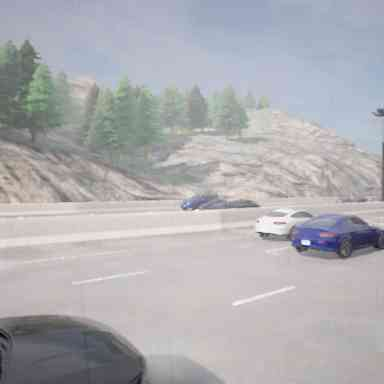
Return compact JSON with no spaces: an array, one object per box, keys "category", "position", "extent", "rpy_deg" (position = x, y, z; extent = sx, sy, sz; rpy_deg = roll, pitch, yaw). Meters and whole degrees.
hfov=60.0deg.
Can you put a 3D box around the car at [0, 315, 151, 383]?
[{"category":"car","position":[-2.576,1.511,2.009],"extent":[4.892,1.490,1.837],"rpy_deg":[0,0,-35]}]

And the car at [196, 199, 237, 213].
[{"category":"car","position":[2.904,1.572,38.277],"extent":[4.892,1.490,1.837],"rpy_deg":[0,0,-41]}]

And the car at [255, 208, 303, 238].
[{"category":"car","position":[5.128,1.551,16.825],"extent":[4.674,1.442,1.812],"rpy_deg":[0,0,-40]}]

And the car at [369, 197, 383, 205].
[{"category":"car","position":[34.526,1.595,61.421],"extent":[4.674,1.442,1.812],"rpy_deg":[0,0,-41]}]

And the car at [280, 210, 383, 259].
[{"category":"car","position":[5.641,1.543,12.693],"extent":[4.674,1.442,1.812],"rpy_deg":[0,0,-39]}]

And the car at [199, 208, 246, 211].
[{"category":"car","position":[2.665,1.613,28.742],"extent":[4.181,1.385,1.994],"rpy_deg":[0,0,-41]}]

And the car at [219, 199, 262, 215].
[{"category":"car","position":[5.249,1.564,35.679],"extent":[4.892,1.490,1.837],"rpy_deg":[0,0,-41]}]
